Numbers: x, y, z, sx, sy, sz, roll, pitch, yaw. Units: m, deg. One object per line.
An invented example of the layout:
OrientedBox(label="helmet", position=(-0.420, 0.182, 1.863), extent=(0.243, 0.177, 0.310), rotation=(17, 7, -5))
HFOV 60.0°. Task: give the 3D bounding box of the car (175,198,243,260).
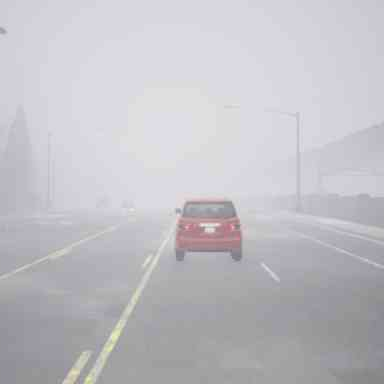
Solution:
OrientedBox(label="car", position=(0.535, 1.214, 12.493), extent=(2.150, 2.045, 5.566), rotation=(0, 0, 0))

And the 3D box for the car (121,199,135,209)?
OrientedBox(label="car", position=(-9.332, 1.701, 48.316), extent=(2.033, 1.411, 5.357), rotation=(0, -1, -12))

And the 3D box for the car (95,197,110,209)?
OrientedBox(label="car", position=(-13.298, 1.542, 49.547), extent=(2.097, 1.767, 4.553), rotation=(0, -2, -14))

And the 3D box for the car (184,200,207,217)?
OrientedBox(label="car", position=(0.238, 1.508, 31.729), extent=(1.812, 1.442, 4.674), rotation=(0, 0, -4))
